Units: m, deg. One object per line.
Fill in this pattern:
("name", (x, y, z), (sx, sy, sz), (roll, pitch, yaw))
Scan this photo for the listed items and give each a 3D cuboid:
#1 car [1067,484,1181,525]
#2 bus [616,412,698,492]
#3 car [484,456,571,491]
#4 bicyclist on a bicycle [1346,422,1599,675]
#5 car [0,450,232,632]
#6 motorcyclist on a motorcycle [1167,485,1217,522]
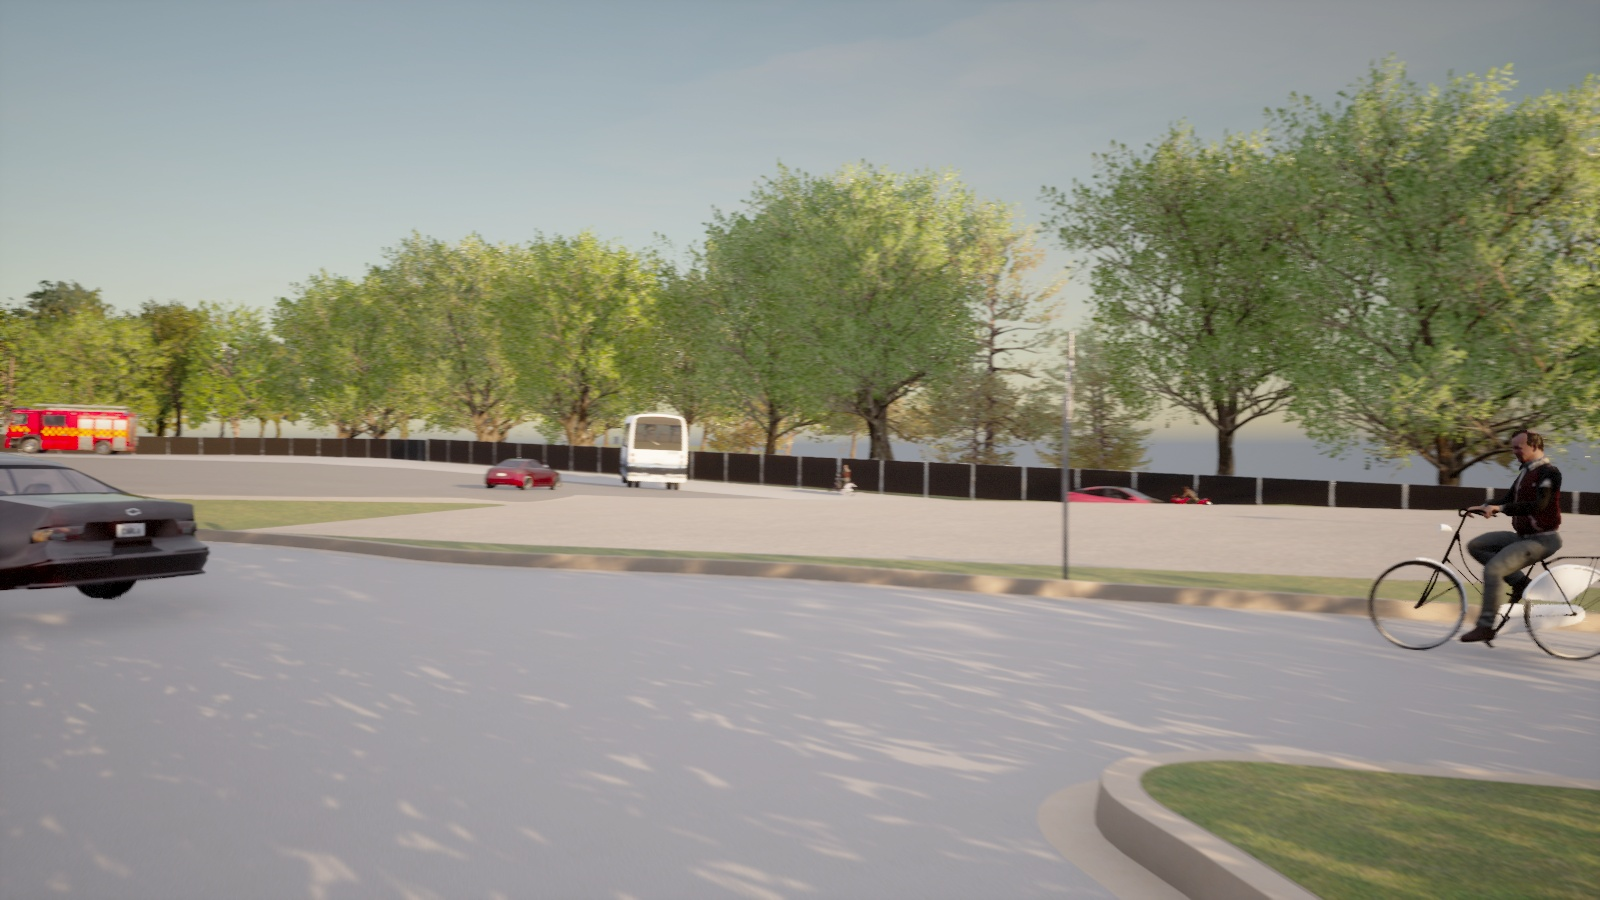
("car", (14.449, 2.390, 56.108), (4.514, 1.525, 2.007), (2, 2, 33))
("bus", (-8.629, 0.012, 74.400), (3.944, 4.253, 10.273), (3, 1, -10))
("car", (-12.083, 1.055, 55.964), (1.994, 1.385, 4.181), (2, -1, 16))
("bicyclist on a bicycle", (5.283, 0.723, 9.593), (1.843, 1.776, 0.659), (3, 0, 9))
("car", (-8.156, 0.692, 11.650), (5.357, 1.411, 2.033), (1, -1, 20))
("motorcyclist on a motorcycle", (18.038, 2.448, 57.818), (2.044, 1.523, 0.797), (2, 2, 37))
